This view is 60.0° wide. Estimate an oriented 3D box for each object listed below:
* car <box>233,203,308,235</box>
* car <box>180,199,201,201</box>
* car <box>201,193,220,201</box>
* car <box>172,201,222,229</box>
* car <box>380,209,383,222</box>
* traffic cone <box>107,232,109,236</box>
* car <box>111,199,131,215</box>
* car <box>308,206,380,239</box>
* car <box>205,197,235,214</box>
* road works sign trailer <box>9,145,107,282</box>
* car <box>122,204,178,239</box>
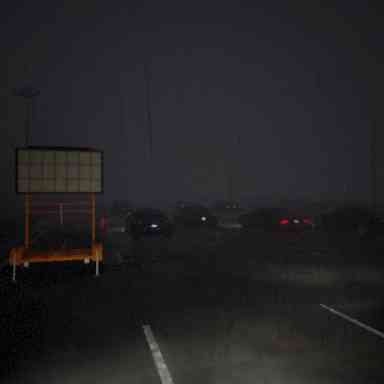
[{"bbox_3d":[4.487,1.535,18.994,2.033,1.411,5.357,0,0,-16],"label":"car"},{"bbox_3d":[-0.908,1.578,37.254,1.895,1.301,4.718,0,0,-16],"label":"car"},{"bbox_3d":[3.616,1.172,65.424,3.866,1.878,1.905,0,0,-16],"label":"car"},{"bbox_3d":[0.102,1.550,21.485,1.994,1.385,4.181,0,0,-16],"label":"car"},{"bbox_3d":[5.337,1.216,3.769,2.150,2.045,5.566,0,0,-16],"label":"car"},{"bbox_3d":[-4.440,1.945,17.050,0.340,0.580,0.340,0,0,-16],"label":"traffic cone"},{"bbox_3d":[-7.241,1.458,33.984,1.882,1.535,5.008,0,0,-16],"label":"car"},{"bbox_3d":[8.586,1.465,17.472,1.882,1.535,5.008,0,0,-16],"label":"car"},{"bbox_3d":[3.418,1.525,34.965,2.033,1.411,5.357,0,0,-16],"label":"car"},{"bbox_3d":[-3.883,0.459,9.914,2.380,3.560,2.880,0,0,-16],"label":"road works sign trailer"},{"bbox_3d":[-2.330,1.553,17.367,1.994,1.385,4.181,0,0,-16],"label":"car"}]
